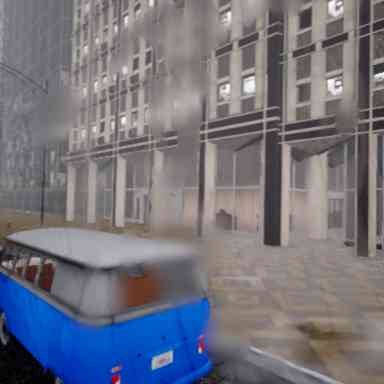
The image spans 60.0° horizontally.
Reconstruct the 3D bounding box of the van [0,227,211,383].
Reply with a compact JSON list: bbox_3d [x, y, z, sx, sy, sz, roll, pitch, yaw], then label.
[{"bbox_3d":[-1.554,1.483,4.725,1.690,1.788,3.998,2,-2,-43],"label":"van"}]
